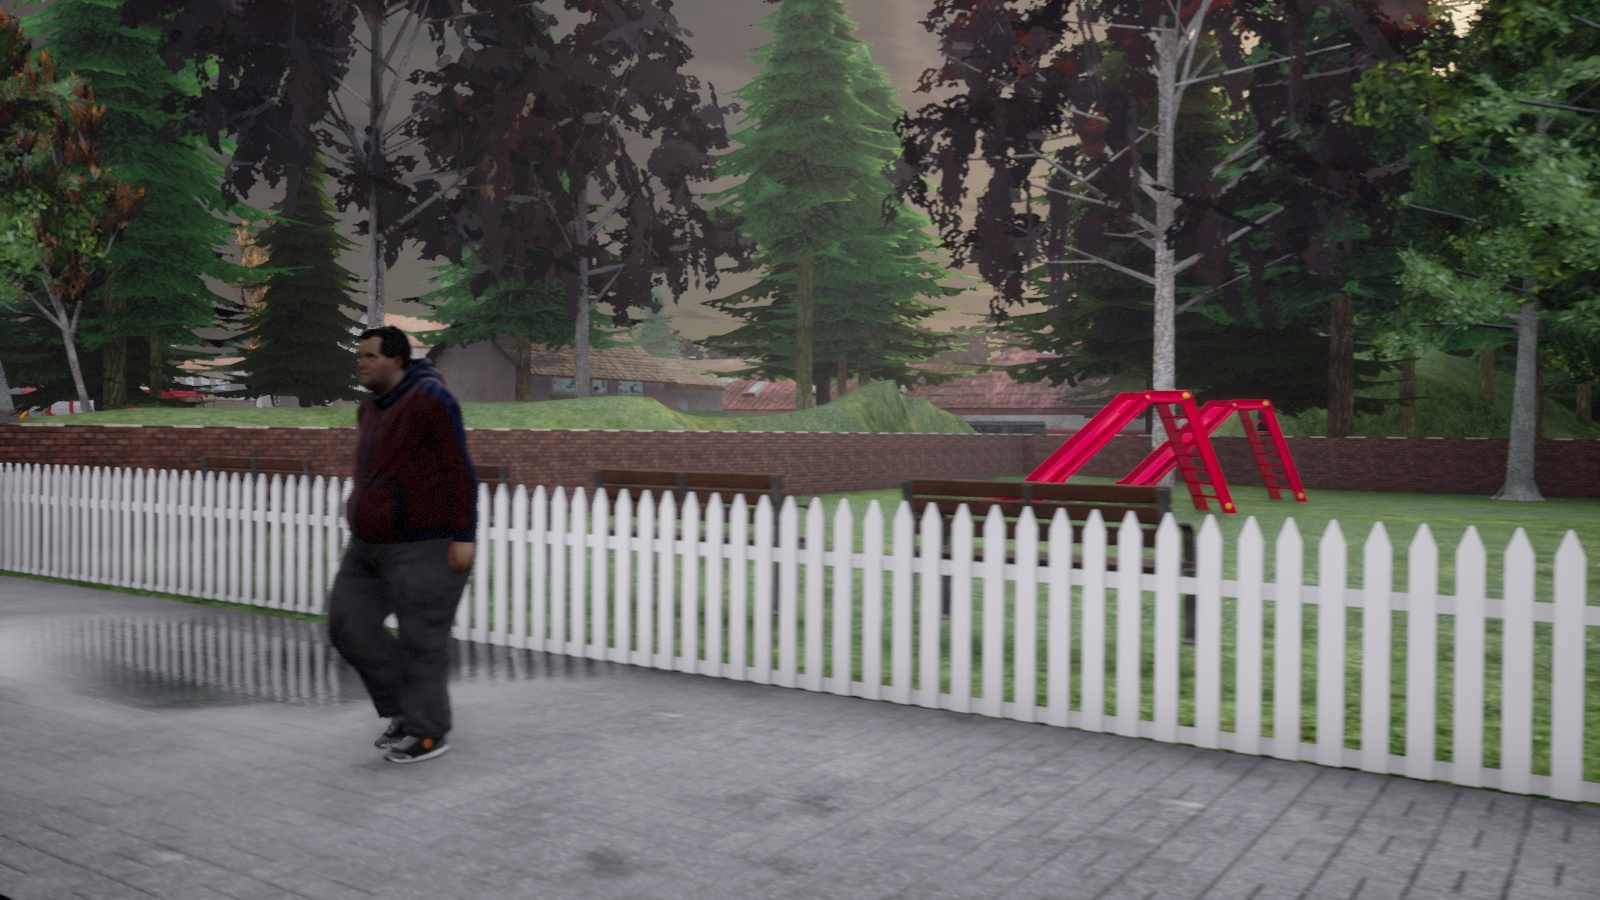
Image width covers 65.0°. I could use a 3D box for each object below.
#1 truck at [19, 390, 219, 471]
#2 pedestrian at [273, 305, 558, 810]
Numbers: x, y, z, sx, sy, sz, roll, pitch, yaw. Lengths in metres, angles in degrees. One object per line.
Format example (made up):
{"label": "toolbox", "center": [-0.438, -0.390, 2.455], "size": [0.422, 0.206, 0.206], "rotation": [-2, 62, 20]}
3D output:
{"label": "truck", "center": [-34.077, -0.986, 63.276], "size": [2.891, 3.827, 8.468], "rotation": [0, 1, 32]}
{"label": "pedestrian", "center": [-1.556, 0.385, 5.122], "size": [0.899, 1.844, 0.634], "rotation": [-1, 1, -45]}
